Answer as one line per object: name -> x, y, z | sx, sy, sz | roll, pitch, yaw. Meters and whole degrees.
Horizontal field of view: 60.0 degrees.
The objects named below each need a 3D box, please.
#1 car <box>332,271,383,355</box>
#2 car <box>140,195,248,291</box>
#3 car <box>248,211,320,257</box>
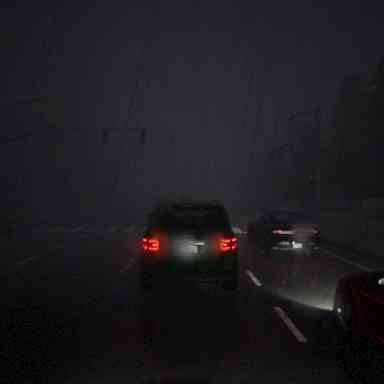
car -> 3.425, 1.564, 4.043 | 1.994, 1.385, 4.181 | 0, 0, -1
car -> -0.098, 1.221, 9.194 | 2.150, 2.045, 5.566 | 0, 0, -1
car -> 3.336, 1.492, 12.951 | 2.128, 1.511, 4.902 | 0, 0, 0
